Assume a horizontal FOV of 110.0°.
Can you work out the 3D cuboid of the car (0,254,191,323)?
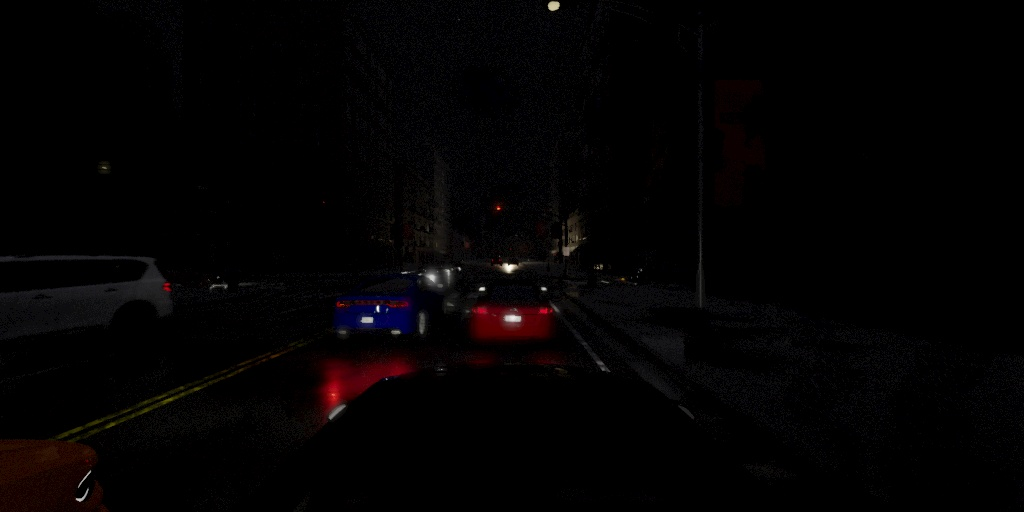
[{"bbox_3d":[-9.749,0.973,6.784,2.150,2.045,5.566,0,0,1],"label":"car"}]

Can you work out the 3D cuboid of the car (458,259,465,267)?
[{"bbox_3d":[-9.595,1.290,63.899,2.033,1.411,5.357,0,0,1],"label":"car"}]

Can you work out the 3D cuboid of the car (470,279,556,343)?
[{"bbox_3d":[0.031,1.314,9.674,1.994,1.385,4.181,0,0,0],"label":"car"}]

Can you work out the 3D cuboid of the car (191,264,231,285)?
[{"bbox_3d":[-22.518,1.307,25.049,4.181,1.385,1.994,0,0,1],"label":"car"}]

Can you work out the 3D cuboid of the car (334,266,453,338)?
[{"bbox_3d":[-3.120,1.228,10.202,1.882,1.535,5.008,0,0,0],"label":"car"}]

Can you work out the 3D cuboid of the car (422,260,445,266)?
[{"bbox_3d":[-9.708,1.350,42.554,1.895,1.301,4.718,0,0,0],"label":"car"}]

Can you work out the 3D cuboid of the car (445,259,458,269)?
[{"bbox_3d":[-9.668,1.251,52.813,1.837,1.490,4.892,0,0,0],"label":"car"}]

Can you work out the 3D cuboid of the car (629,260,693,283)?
[{"bbox_3d":[11.637,1.140,28.083,4.553,1.767,2.097,0,0,2],"label":"car"}]

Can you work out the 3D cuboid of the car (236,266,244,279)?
[{"bbox_3d":[-25.276,1.330,30.556,4.313,1.339,1.948,0,0,0],"label":"car"}]
